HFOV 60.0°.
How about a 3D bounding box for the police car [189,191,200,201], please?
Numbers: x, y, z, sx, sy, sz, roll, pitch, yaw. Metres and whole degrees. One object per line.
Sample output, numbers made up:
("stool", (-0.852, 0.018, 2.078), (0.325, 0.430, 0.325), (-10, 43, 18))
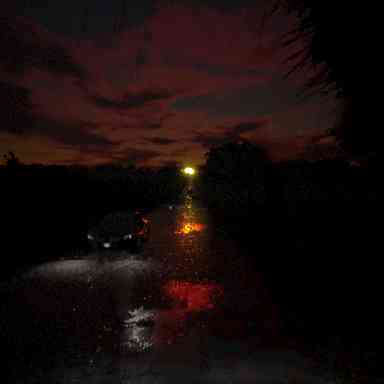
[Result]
("police car", (0.814, 1.126, 77.122), (1.930, 1.638, 5.238), (0, 1, 0))

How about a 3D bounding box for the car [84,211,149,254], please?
("car", (-2.853, 1.512, 13.472), (1.812, 1.442, 4.674), (0, 0, 0))

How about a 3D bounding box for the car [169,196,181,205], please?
("car", (-2.814, 1.431, 55.676), (2.033, 1.411, 5.357), (0, 0, 1))
